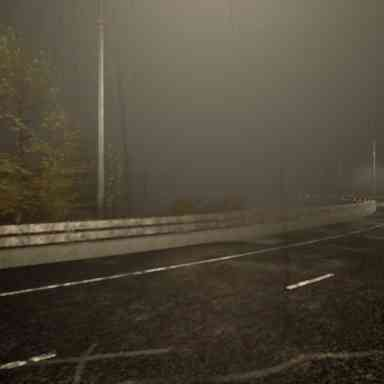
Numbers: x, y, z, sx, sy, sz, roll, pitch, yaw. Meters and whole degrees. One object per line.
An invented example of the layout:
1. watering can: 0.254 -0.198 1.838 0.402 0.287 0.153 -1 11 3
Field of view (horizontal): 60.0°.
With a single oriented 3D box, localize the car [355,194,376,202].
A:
1. car: 40.372 1.620 77.513 1.994 1.385 4.181 0 0 8
